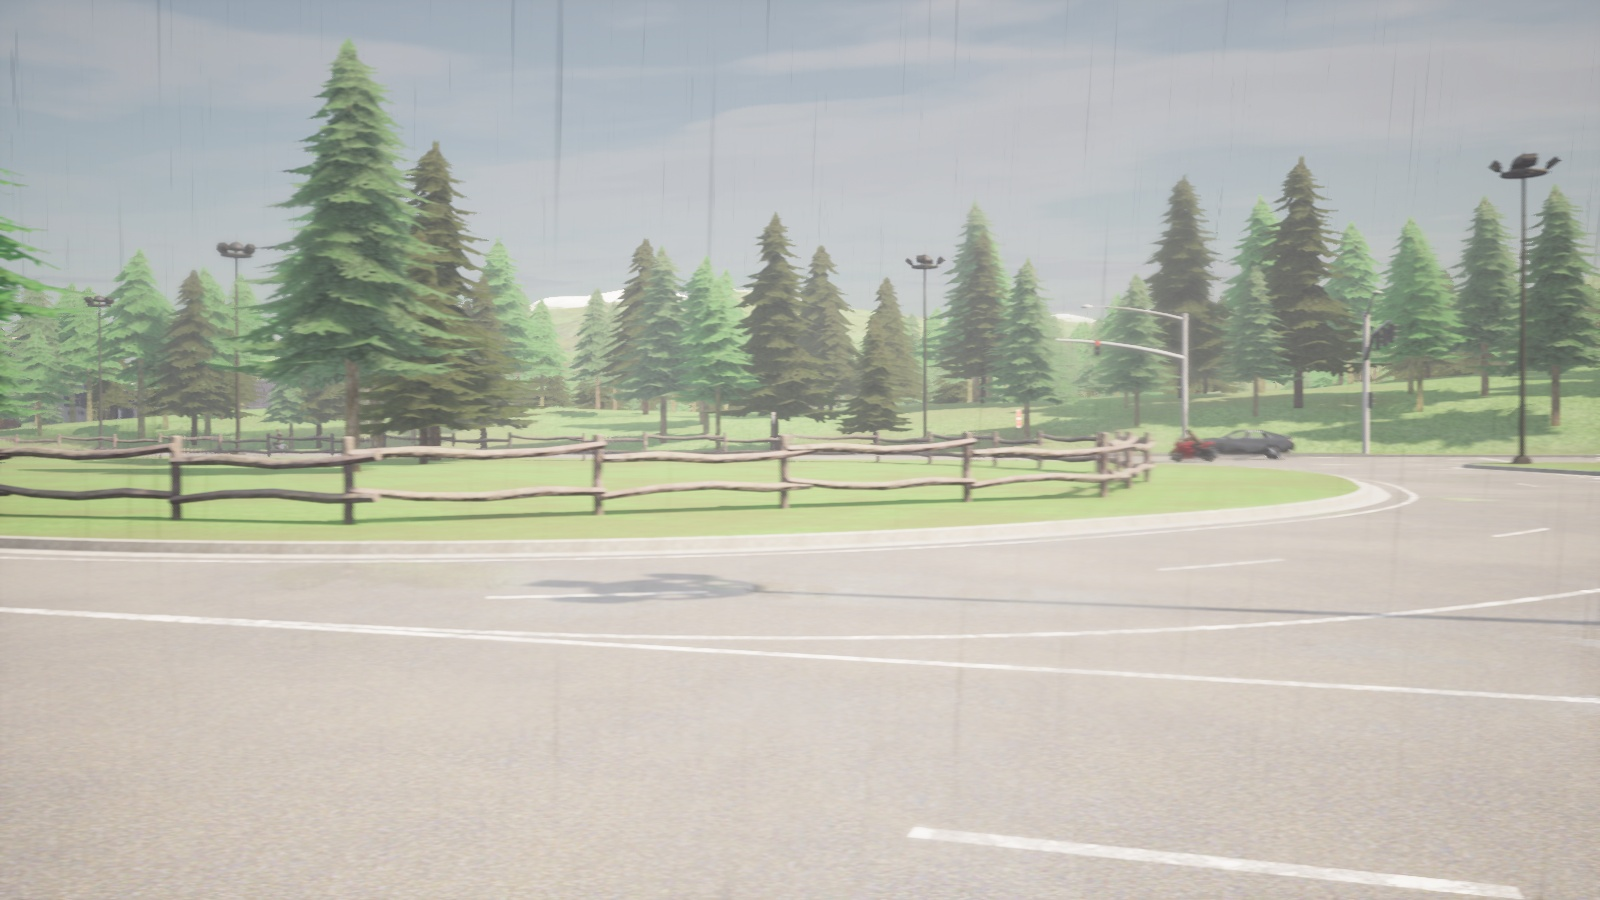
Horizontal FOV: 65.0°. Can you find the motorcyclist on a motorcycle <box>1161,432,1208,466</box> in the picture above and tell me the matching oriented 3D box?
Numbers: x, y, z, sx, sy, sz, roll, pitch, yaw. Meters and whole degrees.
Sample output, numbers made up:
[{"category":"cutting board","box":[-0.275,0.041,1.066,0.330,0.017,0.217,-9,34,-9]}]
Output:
[{"category":"motorcyclist on a motorcycle","box":[17.686,-0.050,57.766,2.044,1.523,0.797,1,1,19]}]

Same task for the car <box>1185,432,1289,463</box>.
[{"category":"car","box":[22.111,-0.153,63.654,4.902,1.511,2.128,1,1,19]}]
